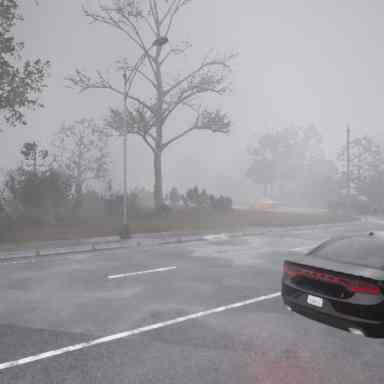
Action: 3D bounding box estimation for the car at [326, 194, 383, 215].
[{"bbox_3d":[16.610,1.221,34.291,2.150,2.045,5.566,0,0,-30],"label":"car"}]

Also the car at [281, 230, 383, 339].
[{"bbox_3d":[3.873,1.477,6.391,5.008,1.535,1.882,0,0,-35],"label":"car"}]

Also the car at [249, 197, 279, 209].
[{"bbox_3d":[9.966,1.511,46.481,1.882,1.535,5.008,0,0,-27],"label":"car"}]
